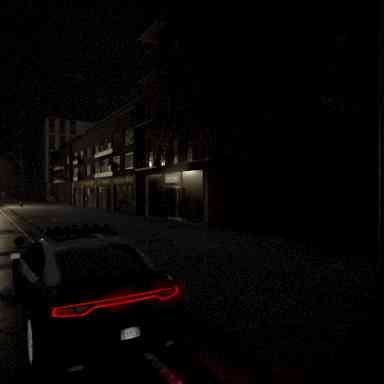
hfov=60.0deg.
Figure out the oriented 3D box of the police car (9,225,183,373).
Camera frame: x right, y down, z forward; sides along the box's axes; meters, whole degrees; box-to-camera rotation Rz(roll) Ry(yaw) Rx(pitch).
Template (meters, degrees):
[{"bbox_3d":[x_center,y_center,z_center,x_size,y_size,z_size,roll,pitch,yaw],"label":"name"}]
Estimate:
[{"bbox_3d":[-2.091,1.425,6.030,1.930,1.638,5.238,0,0,-32],"label":"police car"}]
